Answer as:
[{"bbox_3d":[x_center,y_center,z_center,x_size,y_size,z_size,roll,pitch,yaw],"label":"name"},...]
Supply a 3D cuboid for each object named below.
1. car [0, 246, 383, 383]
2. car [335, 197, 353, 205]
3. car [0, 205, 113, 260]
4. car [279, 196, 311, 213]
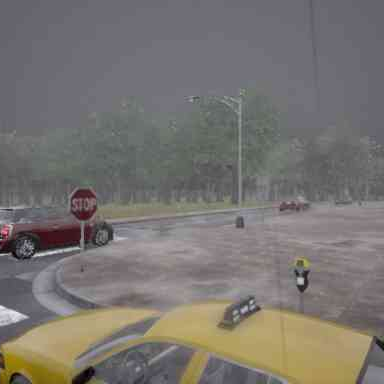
[{"bbox_3d":[0.154,1.524,2.696,4.829,1.417,1.752,0,0,35],"label":"car"},{"bbox_3d":[24.518,1.476,53.621,1.895,1.301,4.718,0,0,36],"label":"car"},{"bbox_3d":[-5.147,1.250,12.389,2.097,1.767,4.553,0,1,36],"label":"car"},{"bbox_3d":[10.798,1.152,34.555,2.097,1.767,4.553,0,0,36],"label":"car"}]
